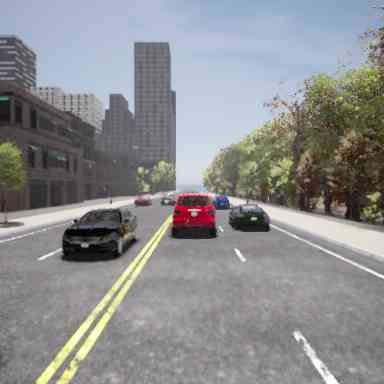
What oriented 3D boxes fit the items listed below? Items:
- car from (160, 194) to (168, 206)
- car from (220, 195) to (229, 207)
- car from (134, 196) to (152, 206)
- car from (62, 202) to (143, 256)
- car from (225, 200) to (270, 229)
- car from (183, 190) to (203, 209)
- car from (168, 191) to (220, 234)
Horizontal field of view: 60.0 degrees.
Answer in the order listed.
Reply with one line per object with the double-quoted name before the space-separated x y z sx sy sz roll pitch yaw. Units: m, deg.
"car" -3.296 1.071 45.938 2.128 1.511 4.902 0 0 0
"car" 3.353 1.115 39.610 1.882 1.535 5.008 0 1 0
"car" -6.553 1.190 44.921 1.895 1.301 4.718 0 0 0
"car" -3.299 1.362 12.777 1.882 1.535 5.008 0 1 0
"car" 3.356 1.382 20.028 1.994 1.385 4.181 0 1 0
"car" 0.106 0.859 39.736 2.150 2.045 5.566 0 1 0
"car" 0.101 1.061 18.040 2.150 2.045 5.566 0 1 0
